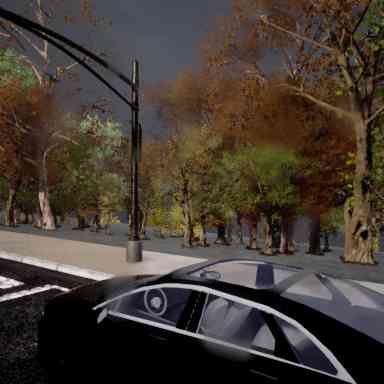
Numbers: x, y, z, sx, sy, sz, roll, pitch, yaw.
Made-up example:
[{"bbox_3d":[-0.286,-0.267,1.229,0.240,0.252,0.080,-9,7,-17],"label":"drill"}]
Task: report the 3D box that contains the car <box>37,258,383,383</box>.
[{"bbox_3d":[0.259,1.491,3.489,4.902,1.511,2.128,0,0,37],"label":"car"}]
